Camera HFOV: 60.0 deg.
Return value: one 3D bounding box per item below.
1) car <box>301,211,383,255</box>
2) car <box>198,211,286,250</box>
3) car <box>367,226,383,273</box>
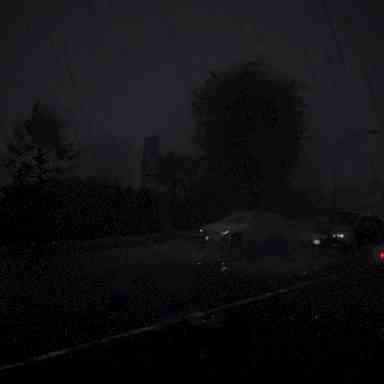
[{"bbox_3d":[6.408,1.578,13.820,4.902,1.511,2.128,0,0,-41],"label":"car"},{"bbox_3d":[2.395,1.600,14.985,4.674,1.442,1.812,0,0,-40],"label":"car"},{"bbox_3d":[7.021,1.673,9.444,4.718,1.301,1.895,0,0,-40],"label":"car"}]
